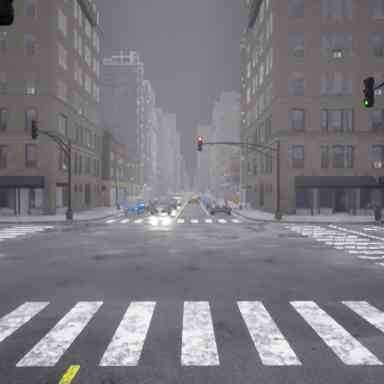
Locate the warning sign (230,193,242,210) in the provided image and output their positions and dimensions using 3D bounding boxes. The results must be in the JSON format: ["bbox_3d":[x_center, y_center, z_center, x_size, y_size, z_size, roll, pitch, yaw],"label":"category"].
[{"bbox_3d":[5.200,1.111,39.317,1.300,1.860,1.060,0,0,0],"label":"warning sign"}]

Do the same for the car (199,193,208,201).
[{"bbox_3d":[2.952,1.294,84.353,2.192,1.841,5.009,0,0,0],"label":"car"}]

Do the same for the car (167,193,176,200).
[{"bbox_3d":[-5.554,1.291,90.040,2.192,1.841,5.009,0,0,0],"label":"car"}]

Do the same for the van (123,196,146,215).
[{"bbox_3d":[-5.747,1.337,33.358,1.690,1.788,3.998,0,0,0],"label":"van"}]

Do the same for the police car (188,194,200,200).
[{"bbox_3d":[0.596,1.398,95.351,1.930,1.638,5.238,0,0,-16],"label":"police car"}]

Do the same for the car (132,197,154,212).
[{"bbox_3d":[-5.728,1.436,39.026,1.967,1.590,4.097,0,0,0],"label":"car"}]

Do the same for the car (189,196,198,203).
[{"bbox_3d":[0.293,1.589,69.719,1.895,1.301,4.718,0,0,1],"label":"car"}]

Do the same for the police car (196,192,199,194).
[{"bbox_3d":[1.065,1.407,79.427,1.930,1.638,5.238,0,0,-1],"label":"police car"}]

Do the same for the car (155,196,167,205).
[{"bbox_3d":[-5.651,1.516,61.529,1.752,1.417,4.829,0,0,0],"label":"car"}]

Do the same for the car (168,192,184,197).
[{"bbox_3d":[-2.903,1.215,54.473,2.150,2.045,5.566,0,0,0],"label":"car"}]

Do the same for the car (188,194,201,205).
[{"bbox_3d":[0.302,1.518,59.473,1.812,1.442,4.674,0,0,1],"label":"car"}]

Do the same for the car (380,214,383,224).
[{"bbox_3d":[14.356,1.516,20.678,4.892,1.490,1.837,0,0,0],"label":"car"}]

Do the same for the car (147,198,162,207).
[{"bbox_3d":[-5.689,1.576,50.363,1.802,1.307,4.206,0,0,0],"label":"car"}]

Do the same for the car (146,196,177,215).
[{"bbox_3d":[-2.992,1.488,33.498,2.128,1.511,4.902,0,0,0],"label":"car"}]

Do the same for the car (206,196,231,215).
[{"bbox_3d":[2.778,1.436,33.331,1.967,1.590,4.097,0,0,0],"label":"car"}]

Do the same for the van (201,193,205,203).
[{"bbox_3d":[2.855,1.334,56.007,1.690,1.788,3.998,0,0,0],"label":"van"}]

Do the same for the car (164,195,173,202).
[{"bbox_3d":[-5.593,1.508,78.534,1.752,1.417,4.829,0,0,0],"label":"car"}]

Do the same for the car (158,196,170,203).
[{"bbox_3d":[-5.631,1.555,67.367,1.947,1.339,4.313,0,0,0],"label":"car"}]

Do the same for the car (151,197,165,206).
[{"bbox_3d":[-5.670,1.559,56.031,1.947,1.339,4.313,0,0,0],"label":"car"}]

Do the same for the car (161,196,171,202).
[{"bbox_3d":[-5.612,1.530,73.035,1.887,1.381,4.507,0,0,0],"label":"car"}]

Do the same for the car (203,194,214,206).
[{"bbox_3d":[2.817,1.435,44.669,1.967,1.590,4.097,0,0,0],"label":"car"}]

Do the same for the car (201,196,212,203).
[{"bbox_3d":[2.895,1.539,67.346,2.008,1.369,4.403,0,0,0],"label":"car"}]

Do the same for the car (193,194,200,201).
[{"bbox_3d":[1.090,1.432,89.522,1.801,1.575,5.366,0,0,0],"label":"car"}]

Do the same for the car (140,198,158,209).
[{"bbox_3d":[-5.708,1.561,44.694,1.947,1.339,4.313,0,0,0],"label":"car"}]

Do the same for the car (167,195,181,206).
[{"bbox_3d":[-2.952,1.487,43.743,2.128,1.511,4.902,0,0,0],"label":"car"}]
